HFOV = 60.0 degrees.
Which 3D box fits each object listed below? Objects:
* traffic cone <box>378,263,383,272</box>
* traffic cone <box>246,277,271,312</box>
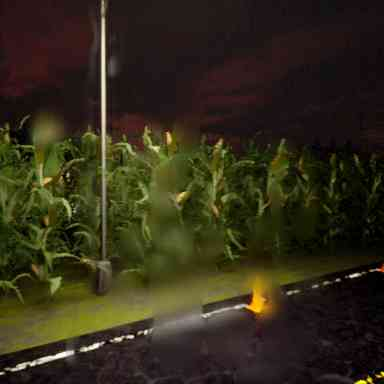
[{"bbox_3d":[5.415,1.912,9.214,0.340,0.580,0.340,0,0,-34],"label":"traffic cone"},{"bbox_3d":[1.273,1.933,6.369,0.340,0.580,0.340,0,0,-35],"label":"traffic cone"}]
